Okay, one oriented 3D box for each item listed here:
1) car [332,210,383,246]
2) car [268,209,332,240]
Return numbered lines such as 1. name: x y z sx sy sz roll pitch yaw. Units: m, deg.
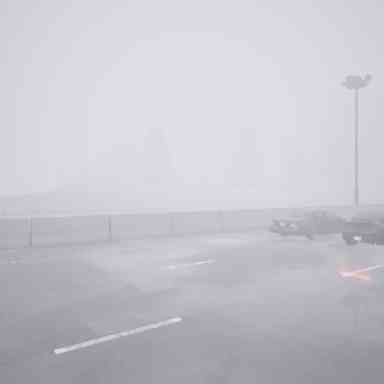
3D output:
1. car: 8.269 1.513 14.066 4.892 1.490 1.837 0 0 -35
2. car: 6.236 1.560 16.916 5.357 1.411 2.033 0 0 -35
